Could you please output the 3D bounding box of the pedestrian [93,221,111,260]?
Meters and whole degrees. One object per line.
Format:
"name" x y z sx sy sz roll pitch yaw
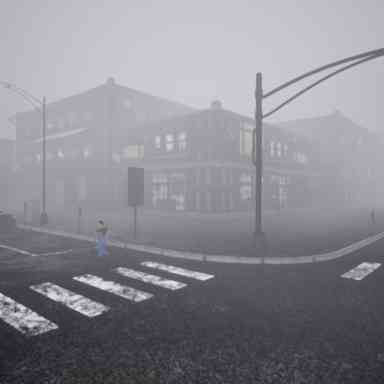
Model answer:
"pedestrian" -2.790 1.452 10.382 0.375 1.300 0.375 0 -1 40

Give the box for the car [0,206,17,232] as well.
"car" -10.441 1.333 16.990 4.206 1.307 1.802 1 0 40
